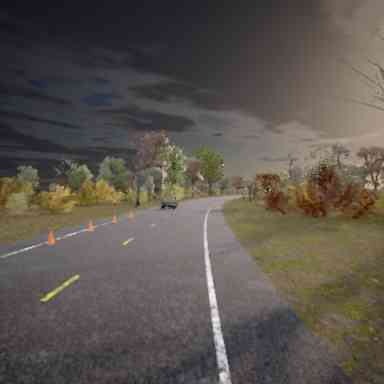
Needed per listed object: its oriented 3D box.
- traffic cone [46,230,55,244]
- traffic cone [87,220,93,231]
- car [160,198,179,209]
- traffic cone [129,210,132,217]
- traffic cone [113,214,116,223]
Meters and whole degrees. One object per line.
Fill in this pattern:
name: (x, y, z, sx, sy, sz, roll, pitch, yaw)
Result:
traffic cone: (-6.068, 1.931, 14.305, 0.340, 0.580, 0.340, 0, 0, 2)
traffic cone: (-5.901, 1.930, 19.333, 0.340, 0.580, 0.340, 0, 0, 2)
car: (-2.923, 1.545, 44.317, 2.033, 1.411, 5.357, 0, 0, 5)
traffic cone: (-5.419, 1.927, 29.385, 0.340, 0.580, 0.340, 0, 0, 3)
traffic cone: (-5.686, 1.928, 24.360, 0.340, 0.580, 0.340, 0, 0, 3)
